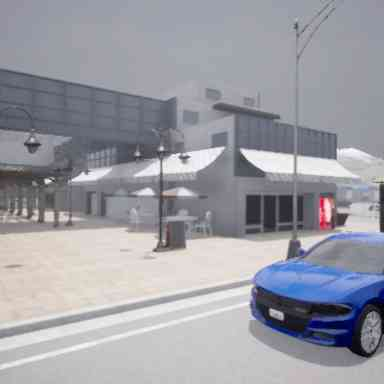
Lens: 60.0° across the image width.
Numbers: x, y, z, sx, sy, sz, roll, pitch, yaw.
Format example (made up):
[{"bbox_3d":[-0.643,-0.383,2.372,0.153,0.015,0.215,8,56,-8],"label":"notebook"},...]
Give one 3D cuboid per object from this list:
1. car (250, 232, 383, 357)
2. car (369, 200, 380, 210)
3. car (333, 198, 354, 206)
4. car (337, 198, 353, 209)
[{"bbox_3d":[3.279,1.530,6.280,5.008,1.535,1.882,1,0,-35],"label":"car"},{"bbox_3d":[26.191,1.829,45.891,3.806,1.475,1.970,1,0,-36],"label":"car"},{"bbox_3d":[31.490,2.043,69.028,4.514,1.523,2.007,1,0,-36],"label":"car"},{"bbox_3d":[22.195,1.746,50.923,5.027,1.636,2.152,1,0,-36],"label":"car"}]
